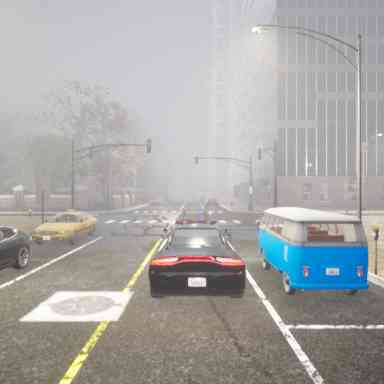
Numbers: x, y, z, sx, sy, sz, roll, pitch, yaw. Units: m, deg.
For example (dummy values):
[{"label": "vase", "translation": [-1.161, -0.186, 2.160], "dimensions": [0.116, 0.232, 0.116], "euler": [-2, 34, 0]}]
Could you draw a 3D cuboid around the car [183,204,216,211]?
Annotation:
[{"label": "car", "translation": [0.123, 1.555, 17.573], "dimensions": [1.994, 1.385, 4.181], "euler": [0, 0, 0]}]

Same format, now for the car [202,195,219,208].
[{"label": "car", "translation": [2.755, 1.416, 46.550], "dimensions": [1.967, 1.590, 4.097], "euler": [0, 0, 0]}]

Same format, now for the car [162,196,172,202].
[{"label": "car", "translation": [-5.588, 1.537, 74.971], "dimensions": [1.802, 1.307, 4.206], "euler": [0, 0, 0]}]

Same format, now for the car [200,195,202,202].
[{"label": "car", "translation": [2.762, 1.538, 52.231], "dimensions": [1.947, 1.339, 4.313], "euler": [0, 0, 0]}]

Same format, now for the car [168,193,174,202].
[{"label": "car", "translation": [-5.595, 1.277, 69.289], "dimensions": [2.192, 1.841, 5.009], "euler": [0, 0, 0]}]

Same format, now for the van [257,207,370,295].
[{"label": "van", "translation": [2.785, 1.337, 8.425], "dimensions": [1.690, 1.788, 3.998], "euler": [0, 0, 0]}]

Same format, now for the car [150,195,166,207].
[{"label": "car", "translation": [-5.619, 1.517, 52.240], "dimensions": [1.887, 1.381, 4.507], "euler": [0, 0, 0]}]

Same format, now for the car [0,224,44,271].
[{"label": "car", "translation": [-5.759, 1.562, 8.435], "dimensions": [1.947, 1.339, 4.313], "euler": [0, 0, 0]}]

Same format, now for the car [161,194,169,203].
[{"label": "car", "translation": [-5.612, 1.520, 57.923], "dimensions": [2.008, 1.369, 4.403], "euler": [0, 0, 0]}]

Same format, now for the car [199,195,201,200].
[{"label": "car", "translation": [2.793, 1.521, 74.955], "dimensions": [1.947, 1.339, 4.313], "euler": [0, 0, 0]}]

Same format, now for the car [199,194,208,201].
[{"label": "car", "translation": [2.801, 1.388, 80.637], "dimensions": [1.967, 1.590, 4.097], "euler": [0, 0, 0]}]

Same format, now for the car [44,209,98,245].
[{"label": "car", "translation": [-5.797, 1.518, 15.669], "dimensions": [1.752, 1.417, 4.829], "euler": [0, 0, 0]}]

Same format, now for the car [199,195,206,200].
[{"label": "car", "translation": [2.817, 1.452, 92.172], "dimensions": [1.752, 1.417, 4.829], "euler": [0, 0, 0]}]

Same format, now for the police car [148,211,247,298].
[{"label": "police car", "translation": [0.108, 1.501, 8.611], "dimensions": [2.038, 1.542, 4.974], "euler": [0, 0, 0]}]
